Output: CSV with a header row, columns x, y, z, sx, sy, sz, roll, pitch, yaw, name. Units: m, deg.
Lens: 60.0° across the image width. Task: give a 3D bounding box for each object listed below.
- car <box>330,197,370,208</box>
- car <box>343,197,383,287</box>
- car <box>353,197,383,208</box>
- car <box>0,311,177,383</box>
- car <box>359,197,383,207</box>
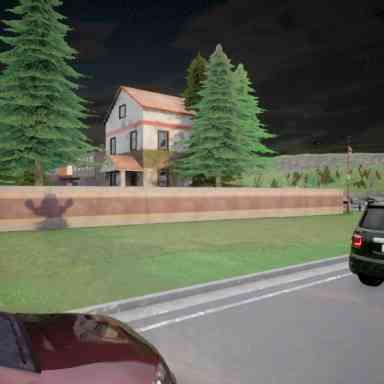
x,y,z,sx,sy,sz,roll,pitch,yaw,name
22.891,1.491,48.314,2.128,1.511,4.902,0,0,-36,car
6.094,1.221,8.116,5.566,2.045,2.150,0,0,-35,car
26.669,1.505,49.071,1.837,1.490,4.892,0,0,-36,car
-2.138,1.564,2.339,4.181,1.385,1.994,0,0,-34,car
28.773,1.564,52.131,1.994,1.385,4.181,0,0,-37,car
